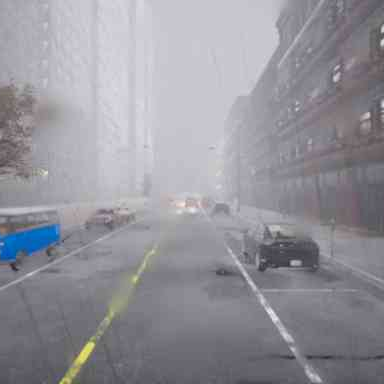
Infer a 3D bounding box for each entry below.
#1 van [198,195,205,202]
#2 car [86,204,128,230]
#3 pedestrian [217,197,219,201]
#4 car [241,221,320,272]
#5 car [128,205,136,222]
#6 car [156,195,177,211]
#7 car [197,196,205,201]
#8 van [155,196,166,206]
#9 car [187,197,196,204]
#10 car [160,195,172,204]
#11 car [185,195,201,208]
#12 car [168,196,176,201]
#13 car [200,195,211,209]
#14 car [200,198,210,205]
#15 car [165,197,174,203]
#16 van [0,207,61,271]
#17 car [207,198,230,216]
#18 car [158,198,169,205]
[{"bbox_3d":[2.624,1.732,89.840,1.690,1.788,3.998,1,0,0],"label":"van"},{"bbox_3d":[-5.703,1.696,22.053,1.802,1.307,4.206,1,0,0],"label":"car"},{"bbox_3d":[2.967,1.486,38.387,0.375,1.860,0.375,1,-1,0],"label":"pedestrian"},{"bbox_3d":[2.687,1.611,10.786,2.008,1.369,4.403,0,0,0],"label":"car"},{"bbox_3d":[-5.707,1.666,27.529,1.752,1.417,4.829,1,0,0],"label":"car"},{"bbox_3d":[-3.120,1.567,44.098,2.097,1.767,4.553,0,0,0],"label":"car"},{"bbox_3d":[2.617,1.960,95.487,2.008,1.369,4.403,1,0,0],"label":"car"},{"bbox_3d":[-5.733,1.629,61.578,1.690,1.788,3.998,1,0,0],"label":"van"},{"bbox_3d":[-0.061,1.827,70.968,1.895,1.301,4.718,0,0,0],"label":"car"},{"bbox_3d":[-5.742,1.646,72.871,2.192,1.841,5.009,1,0,0],"label":"car"},{"bbox_3d":[-0.010,1.616,54.943,2.097,1.767,4.553,0,0,3],"label":"car"},{"bbox_3d":[-5.764,1.958,95.455,2.008,1.369,4.403,1,0,0],"label":"car"},{"bbox_3d":[2.656,1.684,50.314,1.967,1.590,4.097,1,0,0],"label":"car"},{"bbox_3d":[2.641,1.857,67.254,1.887,1.381,4.507,1,0,0],"label":"car"},{"bbox_3d":[-5.754,1.935,84.163,1.947,1.339,4.313,1,0,0],"label":"car"},{"bbox_3d":[-5.692,1.398,10.761,1.690,1.788,3.998,1,0,0],"label":"van"},{"bbox_3d":[2.969,1.684,35.432,1.837,1.490,4.892,0,0,0],"label":"car"},{"bbox_3d":[-5.740,1.854,67.224,1.887,1.381,4.507,1,0,0],"label":"car"}]
